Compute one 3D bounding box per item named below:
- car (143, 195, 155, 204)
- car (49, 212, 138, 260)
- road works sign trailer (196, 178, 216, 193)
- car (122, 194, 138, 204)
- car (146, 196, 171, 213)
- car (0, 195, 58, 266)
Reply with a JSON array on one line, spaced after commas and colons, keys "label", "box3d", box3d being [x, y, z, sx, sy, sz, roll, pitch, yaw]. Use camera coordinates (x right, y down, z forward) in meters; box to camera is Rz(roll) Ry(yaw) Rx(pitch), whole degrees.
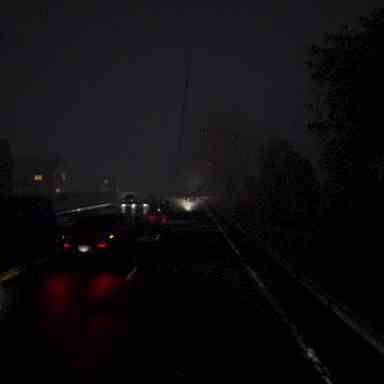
[{"label": "car", "box3d": [-6.529, 1.167, 53.260, 1.812, 1.442, 4.674, 0, 1, 0]}, {"label": "car", "box3d": [-3.141, 1.448, 11.960, 1.812, 1.442, 4.674, 0, 0, 0]}, {"label": "road works sign trailer", "box3d": [2.426, -1.270, 68.285, 3.560, 2.880, 2.380, -27, -16, -43]}, {"label": "car", "box3d": [-9.779, 1.147, 52.923, 1.837, 1.490, 4.892, 0, 1, 0]}, {"label": "car", "box3d": [-3.122, 1.382, 33.509, 1.895, 1.301, 4.718, 0, 0, 0]}, {"label": "car", "box3d": [-6.591, 1.147, 11.569, 2.150, 2.045, 5.566, 0, 0, 0]}]
